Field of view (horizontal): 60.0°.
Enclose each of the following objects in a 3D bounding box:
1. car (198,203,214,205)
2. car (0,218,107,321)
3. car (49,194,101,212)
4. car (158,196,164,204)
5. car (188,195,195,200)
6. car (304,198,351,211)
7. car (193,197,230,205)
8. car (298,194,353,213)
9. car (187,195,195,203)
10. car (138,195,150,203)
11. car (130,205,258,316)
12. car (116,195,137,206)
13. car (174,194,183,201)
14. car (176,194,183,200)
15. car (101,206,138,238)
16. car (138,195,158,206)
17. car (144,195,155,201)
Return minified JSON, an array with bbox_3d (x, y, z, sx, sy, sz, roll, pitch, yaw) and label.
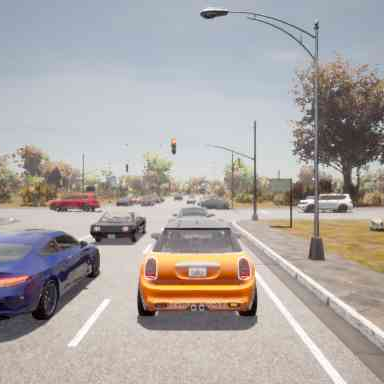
[{"bbox_3d":[0.086,1.505,16.616,1.837,1.490,4.892,0,0,0],"label":"car"},{"bbox_3d":[-3.406,1.526,7.191,1.812,1.442,4.674,0,0,0],"label":"car"},{"bbox_3d":[-13.177,1.221,37.663,5.566,2.045,2.150,0,0,3],"label":"car"},{"bbox_3d":[-7.103,1.477,63.838,1.882,1.535,5.008,0,0,0],"label":"car"},{"bbox_3d":[-0.034,1.552,95.016,1.994,1.385,4.181,0,0,1],"label":"car"},{"bbox_3d":[16.015,1.504,39.548,4.892,1.490,1.837,0,0,3],"label":"car"},{"bbox_3d":[2.723,1.564,42.327,4.181,1.385,1.994,0,0,32],"label":"car"},{"bbox_3d":[14.436,1.221,36.127,5.566,2.045,2.150,0,0,3],"label":"car"},{"bbox_3d":[0.031,1.600,66.172,1.895,1.301,4.718,0,0,0],"label":"car"},{"bbox_3d":[-10.561,1.478,72.863,1.882,1.535,5.008,0,0,0],"label":"car"},{"bbox_3d":[0.094,1.352,7.659,2.097,1.767,4.553,0,0,0],"label":"car"},{"bbox_3d":[-10.643,1.547,53.164,2.033,1.411,5.357,0,0,1],"label":"car"},{"bbox_3d":[-3.567,1.492,84.628,1.837,1.490,4.892,0,0,0],"label":"car"},{"bbox_3d":[-3.535,1.374,95.036,1.812,1.442,4.674,0,0,1],"label":"car"},{"bbox_3d":[-3.414,1.601,16.349,1.895,1.301,4.718,0,0,0],"label":"car"},{"bbox_3d":[-7.125,1.505,54.360,1.837,1.490,4.892,0,0,1],"label":"car"},{"bbox_3d":[-10.568,1.525,83.199,2.128,1.511,4.902,0,0,0],"label":"car"}]
